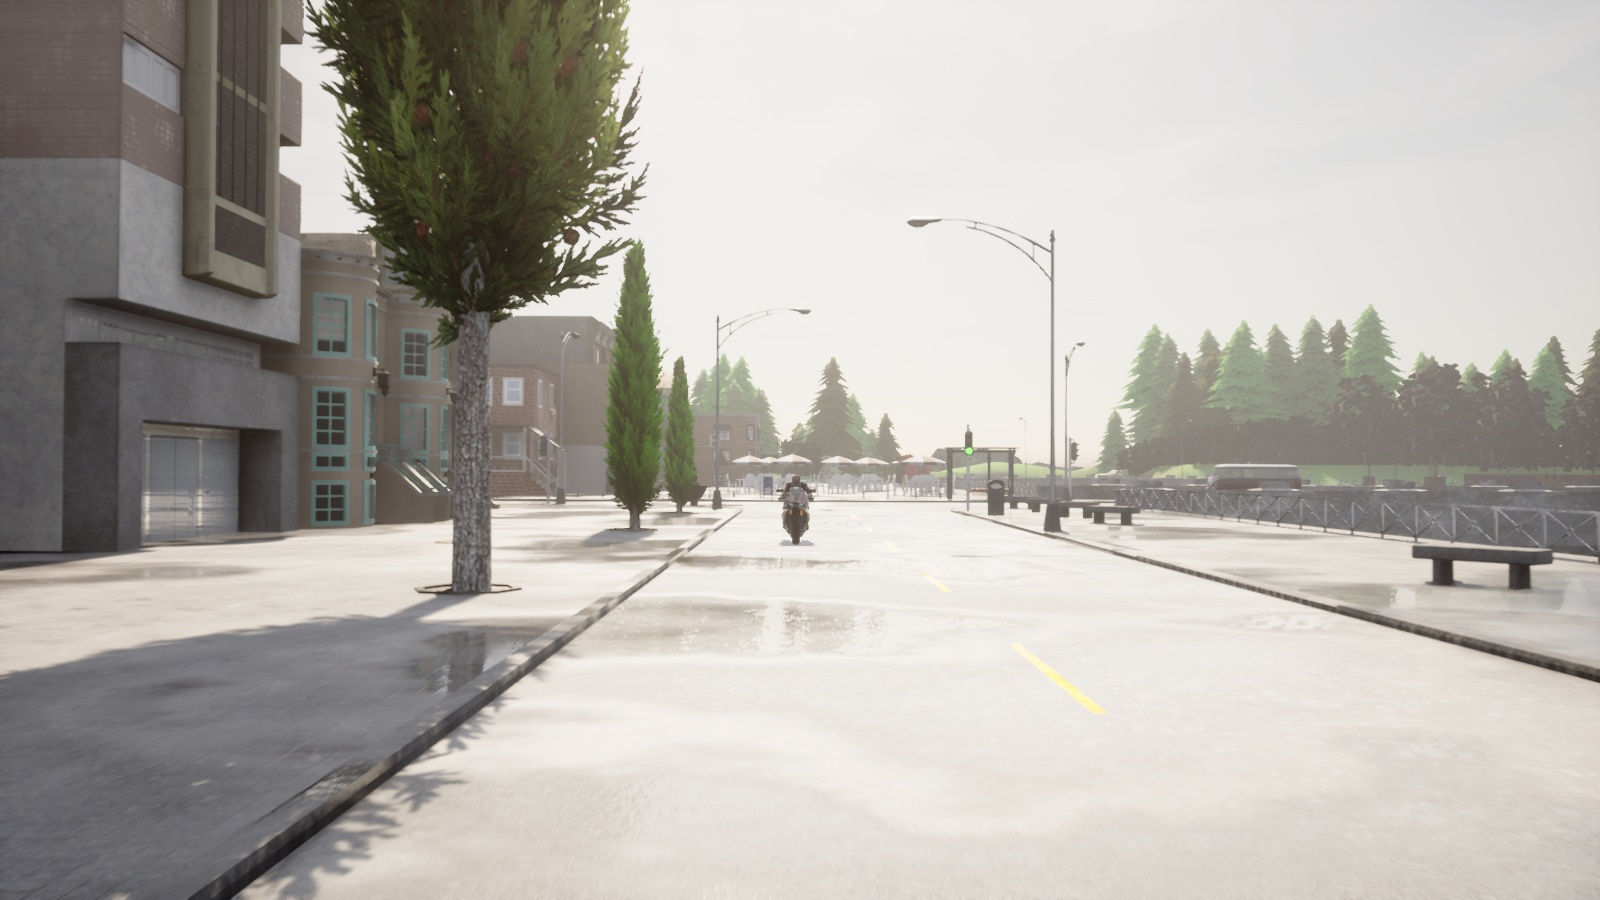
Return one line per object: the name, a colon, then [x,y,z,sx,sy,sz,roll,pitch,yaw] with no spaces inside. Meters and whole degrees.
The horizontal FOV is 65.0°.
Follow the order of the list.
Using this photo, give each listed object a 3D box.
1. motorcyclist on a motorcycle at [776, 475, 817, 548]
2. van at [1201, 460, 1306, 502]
motorcyclist on a motorcycle: [-0.074,1.310,27.501,0.866,1.530,2.191,0,-1,0]
van: [22.063,1.503,61.175,4.442,1.987,1.775,0,-1,1]
